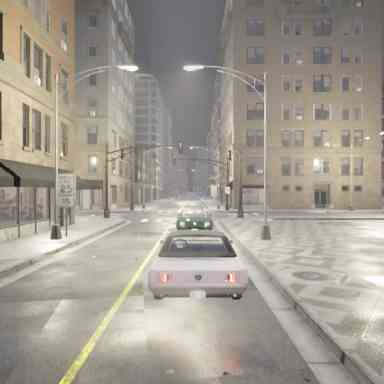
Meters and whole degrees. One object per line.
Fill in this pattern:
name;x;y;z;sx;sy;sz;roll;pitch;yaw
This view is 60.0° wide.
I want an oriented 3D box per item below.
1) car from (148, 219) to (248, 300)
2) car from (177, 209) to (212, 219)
car;0.115;1.600;8.354;1.895;1.301;4.718;0;0;0
car;0.133;1.599;18.589;1.895;1.301;4.718;0;0;0
